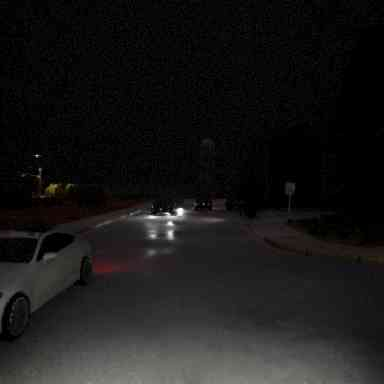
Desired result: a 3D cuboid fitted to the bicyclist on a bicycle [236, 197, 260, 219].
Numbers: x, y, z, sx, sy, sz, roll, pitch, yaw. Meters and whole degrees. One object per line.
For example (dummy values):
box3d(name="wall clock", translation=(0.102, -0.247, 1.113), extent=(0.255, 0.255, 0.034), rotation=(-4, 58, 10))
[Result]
box3d(name="bicyclist on a bicycle", translation=(4.150, 1.225, 25.163), extent=(1.656, 1.620, 0.582), rotation=(-1, 1, -9))

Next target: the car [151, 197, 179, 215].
box3d(name="car", translation=(-2.543, 1.254, 30.473), extent=(1.837, 1.490, 4.892), rotation=(0, 0, 2))

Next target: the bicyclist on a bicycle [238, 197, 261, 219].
box3d(name="bicyclist on a bicycle", translation=(4.476, 1.214, 25.697), extent=(1.656, 1.620, 0.582), rotation=(-1, 1, -17))

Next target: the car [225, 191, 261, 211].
box3d(name="car", translation=(5.353, 0.920, 34.946), extent=(1.905, 1.878, 3.866), rotation=(-8, 4, -40))

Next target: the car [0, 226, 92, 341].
box3d(name="car", translation=(-3.413, 1.456, 6.520), extent=(1.812, 1.442, 4.674), rotation=(0, 0, 2))

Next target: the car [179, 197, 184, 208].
box3d(name="car", translation=(-2.049, 1.345, 42.593), extent=(1.895, 1.301, 4.718), rotation=(0, 0, 2))

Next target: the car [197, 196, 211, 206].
box3d(name="car", translation=(1.662, 1.268, 47.093), extent=(1.895, 1.301, 4.718), rotation=(0, 0, 2))

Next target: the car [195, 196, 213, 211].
box3d(name="car", translation=(1.277, 1.278, 35.773), extent=(2.033, 1.411, 5.357), rotation=(0, 0, 3))
